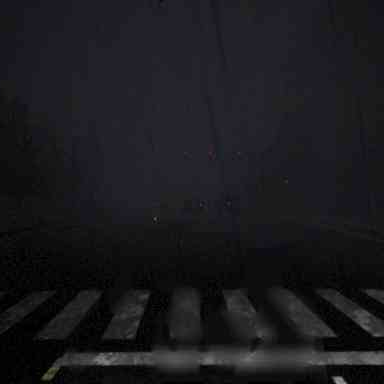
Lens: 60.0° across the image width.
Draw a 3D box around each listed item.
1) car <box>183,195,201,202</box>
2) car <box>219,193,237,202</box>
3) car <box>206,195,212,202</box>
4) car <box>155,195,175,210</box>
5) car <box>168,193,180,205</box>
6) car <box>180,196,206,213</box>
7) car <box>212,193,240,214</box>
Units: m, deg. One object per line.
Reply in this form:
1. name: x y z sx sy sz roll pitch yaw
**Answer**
1. car: 0.096 1.508 74.334 2.033 1.411 5.357 0 0 23
2. car: 8.130 1.193 74.786 2.150 2.045 5.566 0 0 30
3. car: 4.266 1.492 74.956 1.812 1.442 4.674 0 0 30
4. car: -3.560 1.459 41.913 1.882 1.535 5.008 0 0 0
5. car: -3.295 1.198 59.359 2.150 2.045 5.566 0 0 4
6. car: 0.125 1.337 36.111 2.097 1.767 4.553 0 0 0
7. car: 3.627 1.210 35.492 2.150 2.045 5.566 0 0 0
